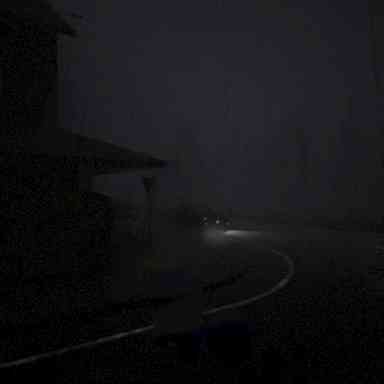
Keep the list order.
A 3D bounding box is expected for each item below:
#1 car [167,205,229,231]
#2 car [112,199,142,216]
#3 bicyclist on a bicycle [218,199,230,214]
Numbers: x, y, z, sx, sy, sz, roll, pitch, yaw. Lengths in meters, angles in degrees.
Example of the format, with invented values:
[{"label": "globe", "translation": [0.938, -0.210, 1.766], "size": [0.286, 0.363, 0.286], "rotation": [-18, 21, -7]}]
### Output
[{"label": "car", "translation": [0.243, 1.449, 19.612], "size": [1.994, 1.385, 4.181], "rotation": [0, 0, -35]}, {"label": "car", "translation": [-6.021, 1.391, 28.427], "size": [1.837, 1.490, 4.892], "rotation": [0, 0, -35]}, {"label": "bicyclist on a bicycle", "translation": [2.811, 1.407, 28.293], "size": [1.656, 1.620, 0.582], "rotation": [3, -2, -35]}]
